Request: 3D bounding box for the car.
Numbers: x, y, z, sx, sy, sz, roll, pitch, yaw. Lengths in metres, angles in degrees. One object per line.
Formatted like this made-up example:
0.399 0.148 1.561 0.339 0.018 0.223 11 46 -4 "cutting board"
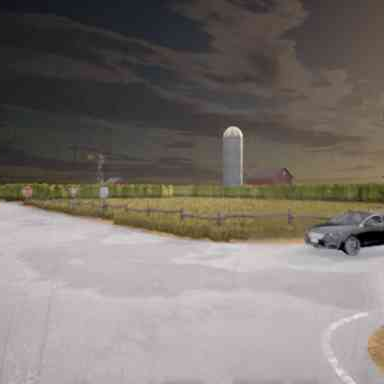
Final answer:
6.743 1.530 13.329 4.902 1.511 2.128 0 0 -25 "car"
